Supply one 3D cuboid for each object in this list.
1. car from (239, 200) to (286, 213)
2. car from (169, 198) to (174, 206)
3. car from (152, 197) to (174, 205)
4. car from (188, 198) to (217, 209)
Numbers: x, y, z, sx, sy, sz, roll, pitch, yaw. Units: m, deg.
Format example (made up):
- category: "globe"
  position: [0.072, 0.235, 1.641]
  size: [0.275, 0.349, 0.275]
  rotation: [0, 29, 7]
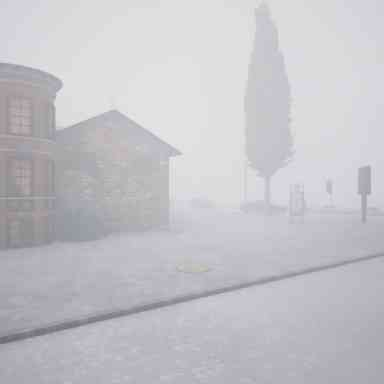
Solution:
- category: "car"
  position: [7.437, 1.547, 35.842]
  size: [2.033, 1.411, 5.357]
  rotation: [0, 0, -36]
- category: "car"
  position: [-4.977, 1.504, 53.282]
  size: [1.837, 1.490, 4.892]
  rotation: [0, 0, -35]
- category: "car"
  position: [-5.334, 1.601, 60.937]
  size: [1.895, 1.301, 4.718]
  rotation: [0, 0, -35]
- category: "car"
  position: [1.380, 1.491, 44.330]
  size: [2.128, 1.511, 4.902]
  rotation: [0, 0, -35]
